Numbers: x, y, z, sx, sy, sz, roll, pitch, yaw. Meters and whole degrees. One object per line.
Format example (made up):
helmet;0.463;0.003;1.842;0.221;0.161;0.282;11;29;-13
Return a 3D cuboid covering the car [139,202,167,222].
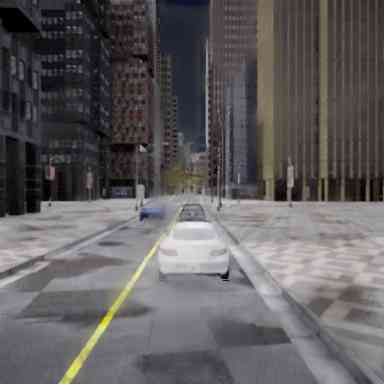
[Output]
car;-3.107;1.530;27.300;1.882;1.535;5.008;0;0;0

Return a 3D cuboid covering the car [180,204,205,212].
car;0.053;1.597;25.636;2.033;1.411;5.357;0;0;0

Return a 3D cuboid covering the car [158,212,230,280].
car;0.055;1.546;9.882;1.812;1.442;4.674;0;0;0
